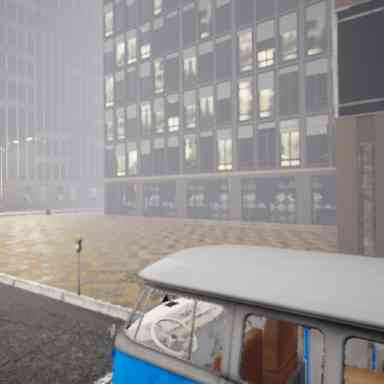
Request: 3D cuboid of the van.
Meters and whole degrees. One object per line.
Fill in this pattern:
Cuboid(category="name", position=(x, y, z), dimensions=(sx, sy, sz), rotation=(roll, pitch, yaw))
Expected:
Cuboid(category="van", position=(1.208, 1.342, 2.016), dimensions=(3.998, 1.788, 1.690), rotation=(-1, 0, 35))
